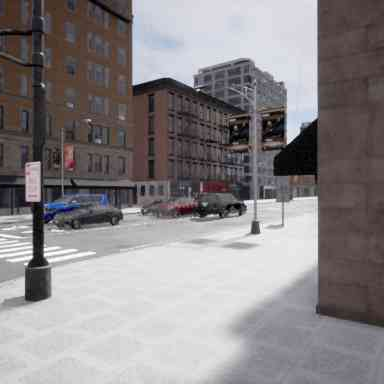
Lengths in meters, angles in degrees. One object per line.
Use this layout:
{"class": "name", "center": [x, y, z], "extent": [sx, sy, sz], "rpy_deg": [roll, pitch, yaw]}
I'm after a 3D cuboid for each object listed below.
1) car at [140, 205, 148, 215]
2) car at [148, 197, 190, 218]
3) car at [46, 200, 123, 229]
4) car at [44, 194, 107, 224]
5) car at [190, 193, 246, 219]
{"class": "car", "center": [-2.899, 1.429, 32.041], "extent": [1.812, 1.442, 4.674], "rpy_deg": [0, 0, 35]}
{"class": "car", "center": [-1.290, 1.256, 28.678], "extent": [2.097, 1.767, 4.553], "rpy_deg": [0, 0, 35]}
{"class": "car", "center": [-6.507, 1.468, 21.285], "extent": [1.812, 1.442, 4.674], "rpy_deg": [0, 0, 37]}
{"class": "car", "center": [-8.507, 1.166, 24.091], "extent": [2.150, 2.045, 5.566], "rpy_deg": [0, 0, 35]}
{"class": "car", "center": [2.563, 1.113, 28.160], "extent": [2.150, 2.045, 5.566], "rpy_deg": [0, 0, 35]}
